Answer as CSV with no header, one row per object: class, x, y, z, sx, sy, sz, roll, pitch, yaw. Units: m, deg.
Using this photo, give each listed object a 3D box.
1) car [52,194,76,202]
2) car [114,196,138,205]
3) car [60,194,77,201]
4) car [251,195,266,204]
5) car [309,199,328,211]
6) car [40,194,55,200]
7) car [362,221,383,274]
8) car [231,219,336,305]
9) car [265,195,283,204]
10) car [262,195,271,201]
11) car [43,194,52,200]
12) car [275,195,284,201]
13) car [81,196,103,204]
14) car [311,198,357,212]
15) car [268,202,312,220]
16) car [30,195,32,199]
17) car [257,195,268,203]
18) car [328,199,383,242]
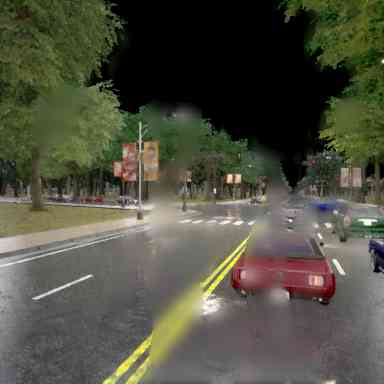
car,-26.003,1.300,67.583,4.674,1.442,1.812,0,0,40
car,-10.847,1.361,54.682,4.902,1.511,2.128,0,0,41
car,-29.273,1.260,78.865,4.674,1.442,1.812,0,0,40
car,12.473,1.554,63.623,2.033,1.411,5.357,0,0,18
car,14.988,1.505,37.289,5.008,1.535,1.882,0,0,40
car,-37.146,1.253,85.526,4.181,1.385,1.994,0,0,40
car,5.477,1.601,7.599,1.895,1.301,4.718,0,0,17
car,2.270,1.601,8.215,1.895,1.301,4.718,0,0,17
car,15.546,1.554,62.574,2.033,1.411,5.357,0,0,18
car,18.487,1.535,82.863,1.812,1.442,4.674,0,0,17
car,-31.653,1.259,76.620,4.674,1.442,1.812,0,0,40
car,21.707,1.489,82.276,1.882,1.535,5.008,0,0,17
car,-18.268,1.423,60.973,4.718,1.301,1.895,0,0,41
car,16.980,1.549,39.854,4.674,1.442,1.812,0,0,40
car,4.964,1.505,17.073,1.837,1.490,4.892,0,0,17
car,-39.247,1.253,83.046,4.181,1.385,1.994,0,0,40
car,15.442,1.486,73.059,1.882,1.535,5.008,0,0,17
car,8.098,1.352,16.198,2.097,1.767,4.553,0,0,17
